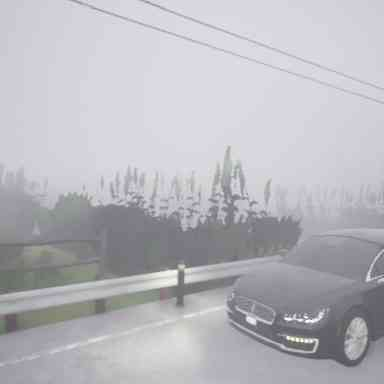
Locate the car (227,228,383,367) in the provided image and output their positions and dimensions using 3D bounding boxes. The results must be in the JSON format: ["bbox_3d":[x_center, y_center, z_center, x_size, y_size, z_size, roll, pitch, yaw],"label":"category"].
[{"bbox_3d":[2.823,1.452,5.762,4.892,1.490,1.837,0,0,-33],"label":"car"}]
